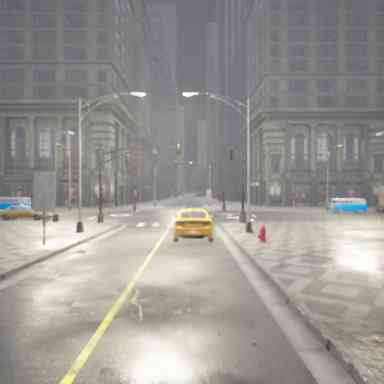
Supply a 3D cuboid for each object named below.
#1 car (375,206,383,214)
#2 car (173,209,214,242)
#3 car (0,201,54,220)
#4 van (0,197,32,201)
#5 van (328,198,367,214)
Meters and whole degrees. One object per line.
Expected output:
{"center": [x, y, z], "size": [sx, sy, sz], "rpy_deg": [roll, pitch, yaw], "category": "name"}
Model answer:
{"center": [23.245, 1.826, 37.902], "size": [4.507, 1.381, 1.887], "rpy_deg": [0, 0, 0], "category": "car"}
{"center": [0.084, 1.596, 17.067], "size": [1.882, 1.535, 5.008], "rpy_deg": [0, 0, 1], "category": "car"}
{"center": [-14.657, 1.763, 29.181], "size": [4.829, 1.417, 1.752], "rpy_deg": [0, 0, 0], "category": "car"}
{"center": [-20.264, 1.479, 37.685], "size": [3.998, 1.788, 1.690], "rpy_deg": [0, 0, 0], "category": "van"}
{"center": [17.720, 1.603, 37.876], "size": [3.998, 1.788, 1.690], "rpy_deg": [0, 0, 0], "category": "van"}
